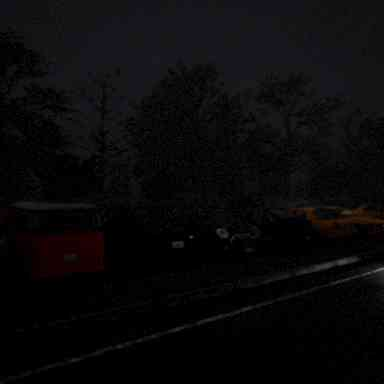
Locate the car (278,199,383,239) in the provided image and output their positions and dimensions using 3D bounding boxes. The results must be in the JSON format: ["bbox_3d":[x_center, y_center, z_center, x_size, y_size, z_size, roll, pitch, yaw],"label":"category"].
[{"bbox_3d":[7.355,1.381,17.108,1.946,1.575,5.366,0,0,-35],"label":"car"}]

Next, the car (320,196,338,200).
[{"bbox_3d":[13.404,1.399,37.609,2.163,1.488,4.792,0,0,-35],"label":"car"}]

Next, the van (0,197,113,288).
[{"bbox_3d":[-4.043,1.246,9.408,1.878,1.987,4.442,-1,0,-35],"label":"van"}]

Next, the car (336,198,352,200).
[{"bbox_3d":[11.985,1.375,20.386,1.946,1.575,5.366,0,0,-35],"label":"car"}]

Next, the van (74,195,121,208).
[{"bbox_3d":[-6.878,1.195,23.152,1.878,1.987,4.442,0,0,-36],"label":"van"}]

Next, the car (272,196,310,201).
[{"bbox_3d":[8.973,1.370,34.280,1.946,1.575,5.366,0,0,-35],"label":"car"}]

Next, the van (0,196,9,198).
[{"bbox_3d":[-11.542,1.243,20.125,1.878,1.987,4.442,-1,0,-35],"label":"van"}]

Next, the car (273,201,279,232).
[{"bbox_3d":[2.378,1.458,19.252,5.357,1.411,2.033,0,0,-35],"label":"car"}]

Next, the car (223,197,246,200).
[{"bbox_3d":[2.101,1.407,29.607,2.163,1.488,4.792,0,0,-35],"label":"car"}]

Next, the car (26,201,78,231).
[{"bbox_3d":[-9.215,1.444,21.636,2.097,1.535,5.008,-1,0,-35],"label":"car"}]

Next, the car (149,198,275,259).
[{"bbox_3d":[0.536,1.298,12.546,2.185,1.767,4.553,0,0,-35],"label":"car"}]

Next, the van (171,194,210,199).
[{"bbox_3d":[-0.345,1.155,28.053,1.878,1.987,4.442,0,0,-35],"label":"van"}]

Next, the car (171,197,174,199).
[{"bbox_3d":[-2.555,1.418,26.380,2.163,1.488,4.792,0,0,-35],"label":"car"}]

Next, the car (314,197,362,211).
[{"bbox_3d":[17.811,1.367,40.759,2.097,1.535,5.008,0,0,-35],"label":"car"}]

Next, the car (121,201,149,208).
[{"bbox_3d":[-4.710,1.431,24.855,2.163,1.488,4.792,-1,0,-35],"label":"car"}]

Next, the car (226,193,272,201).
[{"bbox_3d":[4.328,1.124,31.254,2.435,2.045,5.566,0,0,-35],"label":"car"}]

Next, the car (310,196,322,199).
[{"bbox_3d":[11.128,1.411,36.030,2.002,1.452,4.674,0,0,-35],"label":"car"}]

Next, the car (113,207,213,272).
[{"bbox_3d":[-1.725,1.476,10.943,2.163,1.488,4.792,-1,0,-35],"label":"car"}]
